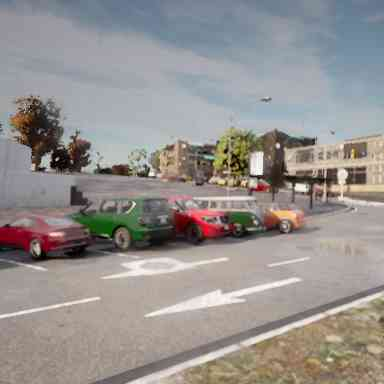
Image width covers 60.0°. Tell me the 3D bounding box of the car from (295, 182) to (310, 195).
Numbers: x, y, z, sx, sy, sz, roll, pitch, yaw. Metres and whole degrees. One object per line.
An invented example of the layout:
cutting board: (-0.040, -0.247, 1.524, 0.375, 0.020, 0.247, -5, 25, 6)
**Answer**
car: (17.298, -0.589, 50.313, 2.435, 2.045, 5.566, 7, 3, 35)

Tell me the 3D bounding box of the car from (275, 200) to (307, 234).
car: (4.161, 1.340, 19.327, 4.553, 1.767, 2.185, -1, 0, 35)

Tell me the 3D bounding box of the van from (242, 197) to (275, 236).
van: (1.755, 1.243, 17.572, 4.442, 1.987, 1.878, -1, -1, 35)

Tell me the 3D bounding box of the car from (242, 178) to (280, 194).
car: (9.725, -0.638, 45.641, 1.882, 1.535, 5.008, 2, 4, -36)

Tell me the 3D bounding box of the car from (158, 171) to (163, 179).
car: (-5.369, -4.016, 82.233, 2.185, 1.767, 4.553, 6, 3, 34)

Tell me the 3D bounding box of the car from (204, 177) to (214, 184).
car: (5.156, -2.208, 67.558, 2.002, 1.452, 4.674, 7, 4, 35)

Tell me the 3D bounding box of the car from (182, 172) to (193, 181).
car: (-1.713, -3.342, 77.516, 1.946, 1.575, 5.366, 7, 3, 34)

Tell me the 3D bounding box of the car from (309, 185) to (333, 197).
car: (18.995, -0.026, 47.845, 2.002, 1.452, 4.674, 7, 3, 35)

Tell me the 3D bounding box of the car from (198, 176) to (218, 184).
car: (3.409, -2.482, 70.017, 2.002, 1.452, 4.674, 7, 3, 35)

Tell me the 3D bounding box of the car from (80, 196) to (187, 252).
car: (-3.291, 1.230, 14.188, 5.566, 2.045, 2.435, -1, 0, 35)

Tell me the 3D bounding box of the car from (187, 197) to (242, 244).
car: (-0.781, 1.224, 15.898, 5.566, 2.045, 2.435, -1, -1, 35)

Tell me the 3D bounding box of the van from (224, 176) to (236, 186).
van: (8.572, -1.928, 62.513, 1.878, 1.987, 4.442, 7, 4, 35)

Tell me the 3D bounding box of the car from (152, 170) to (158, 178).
car: (-7.104, -4.251, 84.699, 2.185, 1.767, 4.553, 4, 1, 33)

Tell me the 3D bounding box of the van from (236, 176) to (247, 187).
van: (10.307, -1.654, 60.046, 1.878, 1.987, 4.442, 7, 4, 35)

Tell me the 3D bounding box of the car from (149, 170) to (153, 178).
car: (-8.881, -4.528, 87.043, 2.435, 2.045, 5.566, 1, -1, 34)

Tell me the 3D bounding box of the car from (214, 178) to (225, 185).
car: (6.993, -1.977, 65.242, 1.946, 1.575, 5.366, 7, 3, 35)

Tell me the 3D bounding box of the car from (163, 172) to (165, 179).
car: (-3.570, -3.864, 79.770, 2.435, 2.045, 5.566, 7, 4, 34)

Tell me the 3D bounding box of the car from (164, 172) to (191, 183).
car: (-2.792, -2.505, 63.137, 1.994, 1.385, 4.181, 2, 4, -35)

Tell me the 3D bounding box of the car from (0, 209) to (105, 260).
car: (-5.714, 1.526, 12.427, 4.674, 1.452, 2.002, -1, 0, 35)
